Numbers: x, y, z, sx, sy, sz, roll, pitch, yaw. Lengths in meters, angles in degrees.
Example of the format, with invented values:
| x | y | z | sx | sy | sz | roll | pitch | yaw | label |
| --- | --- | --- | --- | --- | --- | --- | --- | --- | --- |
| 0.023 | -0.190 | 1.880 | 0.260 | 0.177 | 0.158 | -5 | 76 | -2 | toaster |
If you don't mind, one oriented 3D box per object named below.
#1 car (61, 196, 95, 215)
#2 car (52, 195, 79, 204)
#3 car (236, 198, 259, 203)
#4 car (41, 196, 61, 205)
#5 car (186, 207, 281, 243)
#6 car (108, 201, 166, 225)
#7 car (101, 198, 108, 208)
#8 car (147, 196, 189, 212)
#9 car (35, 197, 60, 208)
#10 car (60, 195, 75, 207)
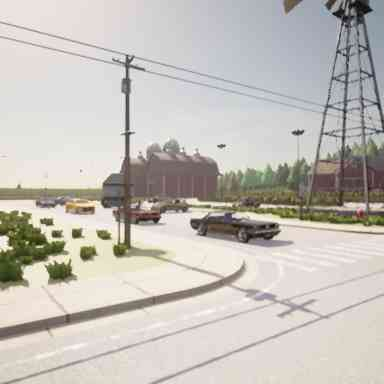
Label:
| x | y | z | sx | sy | sz | roll | pitch | yaw | label |
| --- | --- | --- | --- | --- | --- | --- | --- | --- | --- |
| -11.672 | 1.466 | 34.682 | 1.882 | 1.535 | 5.008 | 0 | 0 | -36 | car |
| -25.097 | 1.461 | 65.962 | 4.611 | 1.667 | 2.242 | 0 | 0 | -36 | car |
| 7.284 | 1.487 | 44.424 | 3.905 | 1.438 | 1.784 | 0 | 0 | -36 | car |
| -24.929 | 1.533 | 58.813 | 2.033 | 1.411 | 5.357 | 0 | 0 | -36 | car |
| 1.979 | 1.589 | 16.237 | 1.895 | 1.301 | 4.718 | 0 | 0 | -37 | car |
| -4.125 | 1.589 | 24.470 | 1.895 | 1.301 | 4.718 | 0 | 0 | -36 | car |
| -10.814 | 1.294 | 46.419 | 3.866 | 1.878 | 1.905 | 0 | 0 | -36 | car |
| -2.399 | 1.486 | 35.869 | 4.193 | 1.474 | 1.816 | 0 | 0 | -36 | car |
| -20.937 | 1.580 | 47.364 | 2.033 | 1.411 | 5.357 | 0 | 0 | -36 | car |
| -18.588 | 1.477 | 50.244 | 2.128 | 1.511 | 4.902 | 0 | 0 | -37 | car |
